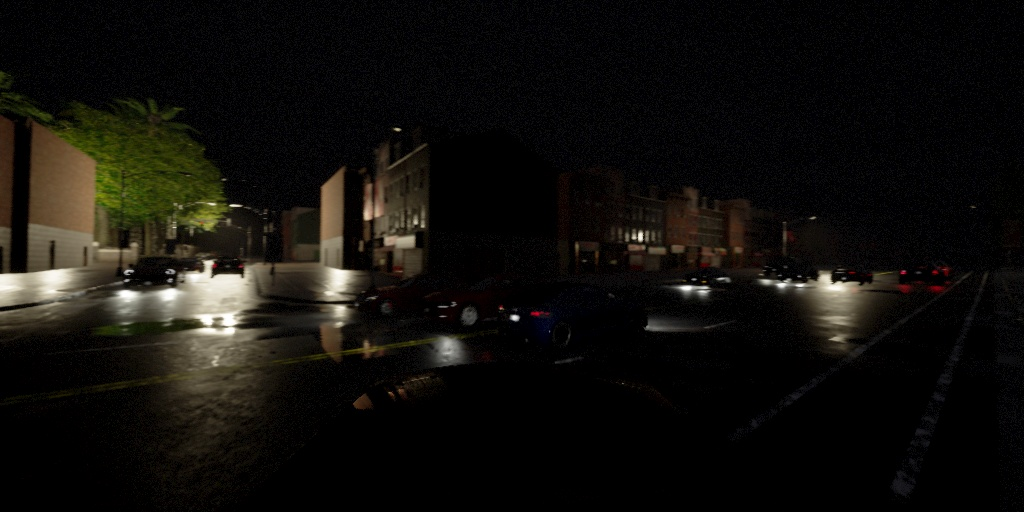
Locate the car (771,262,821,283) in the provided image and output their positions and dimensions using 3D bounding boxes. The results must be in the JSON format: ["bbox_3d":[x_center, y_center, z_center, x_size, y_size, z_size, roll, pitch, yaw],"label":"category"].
[{"bbox_3d":[24.699,1.523,30.781,5.357,1.411,2.033,0,-1,-36],"label":"car"}]

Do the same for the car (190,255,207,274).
[{"bbox_3d":[-28.381,0.845,31.575,1.994,1.385,4.181,1,0,-35],"label":"car"}]

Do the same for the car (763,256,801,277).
[{"bbox_3d":[28.481,1.039,37.581,5.566,2.045,2.150,0,-1,-37],"label":"car"}]

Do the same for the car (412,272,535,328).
[{"bbox_3d":[-0.495,1.331,12.044,5.008,1.535,1.882,0,-1,-37],"label":"car"}]

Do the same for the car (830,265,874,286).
[{"bbox_3d":[26.275,1.435,27.699,4.902,1.511,2.128,0,-1,-37],"label":"car"}]

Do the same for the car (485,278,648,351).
[{"bbox_3d":[1.657,1.387,9.350,4.181,1.385,1.994,0,-1,-37],"label":"car"}]

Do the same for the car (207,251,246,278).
[{"bbox_3d":[-22.671,0.765,28.745,2.097,1.767,4.553,1,0,-36],"label":"car"}]

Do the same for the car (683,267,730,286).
[{"bbox_3d":[15.059,1.548,27.686,4.181,1.385,1.994,0,-1,-37],"label":"car"}]

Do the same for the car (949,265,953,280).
[{"bbox_3d":[39.803,1.267,33.834,4.553,1.767,2.097,0,0,-36],"label":"car"}]

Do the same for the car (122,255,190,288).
[{"bbox_3d":[-20.363,0.823,20.591,2.097,1.767,4.553,1,0,-36],"label":"car"}]

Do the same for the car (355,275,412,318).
[{"bbox_3d":[-3.522,1.402,13.833,4.674,1.442,1.812,0,0,-36],"label":"car"}]

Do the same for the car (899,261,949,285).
[{"bbox_3d":[32.078,1.272,28.019,4.553,1.767,2.097,0,-1,-36],"label":"car"}]
